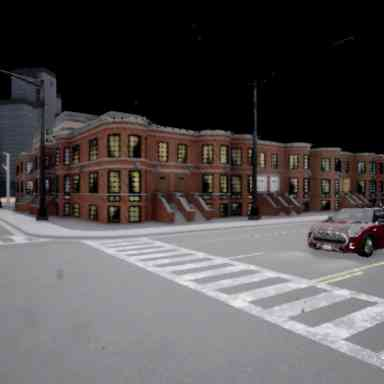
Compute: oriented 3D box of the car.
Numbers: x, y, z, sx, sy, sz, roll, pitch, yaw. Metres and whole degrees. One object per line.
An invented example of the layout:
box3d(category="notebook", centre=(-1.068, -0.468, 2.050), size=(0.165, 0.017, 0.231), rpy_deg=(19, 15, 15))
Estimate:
box3d(category="car", centre=(6.569, 1.344, 12.960), size=(4.553, 1.767, 2.097), rpy_deg=(0, 0, -35))
